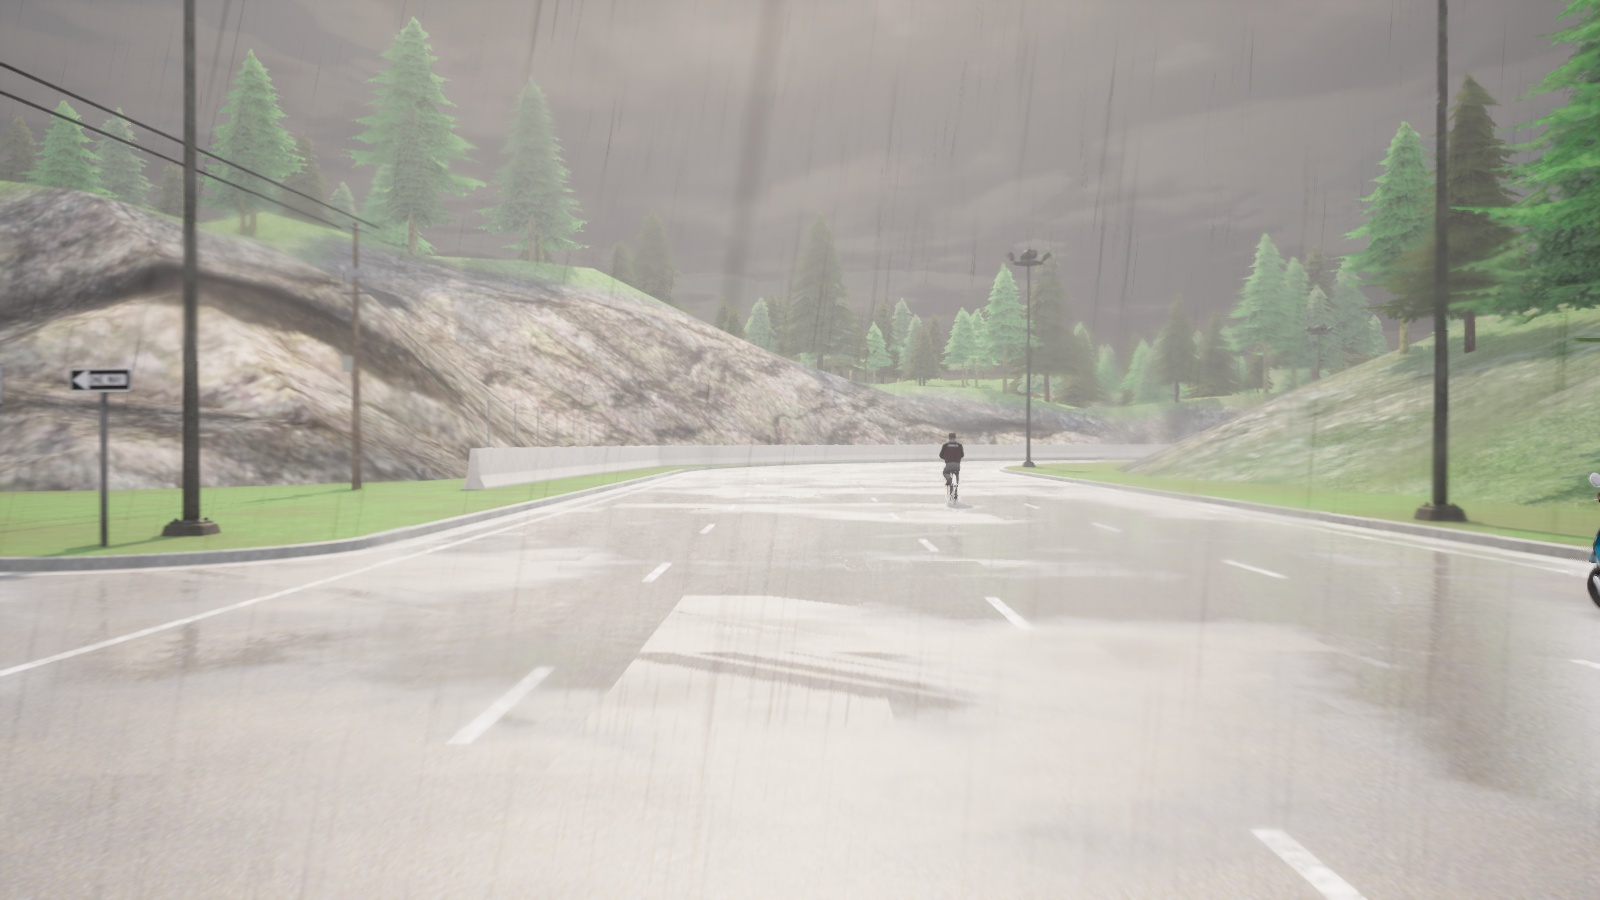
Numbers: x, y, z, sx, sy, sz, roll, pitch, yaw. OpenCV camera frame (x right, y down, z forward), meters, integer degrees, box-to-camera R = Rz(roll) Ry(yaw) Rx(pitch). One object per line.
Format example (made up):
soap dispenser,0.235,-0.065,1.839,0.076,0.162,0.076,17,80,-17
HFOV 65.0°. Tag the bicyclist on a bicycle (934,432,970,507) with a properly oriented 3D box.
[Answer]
bicyclist on a bicycle,3.691,0.448,30.629,0.659,1.776,1.843,0,1,0

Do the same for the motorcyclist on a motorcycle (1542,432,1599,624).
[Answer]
motorcyclist on a motorcycle,7.075,0.648,10.328,0.866,1.590,1.817,0,0,0
